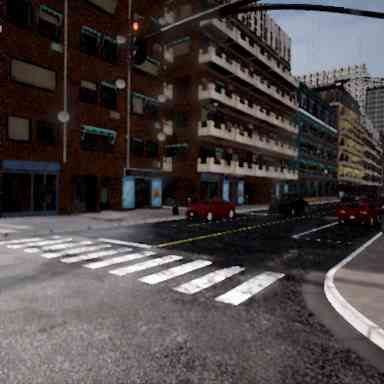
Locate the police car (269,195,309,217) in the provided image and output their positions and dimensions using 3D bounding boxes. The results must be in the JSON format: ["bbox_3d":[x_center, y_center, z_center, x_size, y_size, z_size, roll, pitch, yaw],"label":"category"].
[{"bbox_3d":[7.842,1.039,26.855,1.930,1.638,5.238,1,1,36],"label":"police car"}]

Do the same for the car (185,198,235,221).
[{"bbox_3d":[1.318,1.140,22.725,1.887,1.381,4.507,1,1,36],"label":"car"}]

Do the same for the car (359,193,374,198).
[{"bbox_3d":[37.020,0.947,71.160,1.802,1.307,4.206,1,1,36],"label":"car"}]

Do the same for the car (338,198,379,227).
[{"bbox_3d":[10.244,1.266,20.333,1.887,1.381,4.507,1,1,36],"label":"car"}]

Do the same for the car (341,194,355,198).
[{"bbox_3d":[26.934,0.994,57.416,1.947,1.339,4.313,1,1,36],"label":"car"}]

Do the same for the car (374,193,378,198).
[{"bbox_3d":[43.744,0.890,80.322,1.947,1.339,4.313,1,1,36],"label":"car"}]
